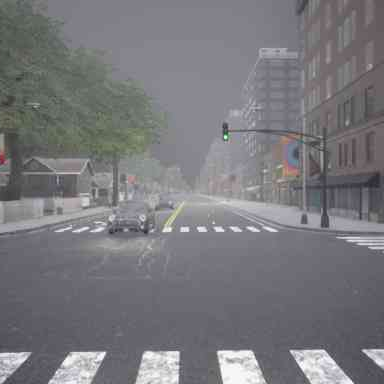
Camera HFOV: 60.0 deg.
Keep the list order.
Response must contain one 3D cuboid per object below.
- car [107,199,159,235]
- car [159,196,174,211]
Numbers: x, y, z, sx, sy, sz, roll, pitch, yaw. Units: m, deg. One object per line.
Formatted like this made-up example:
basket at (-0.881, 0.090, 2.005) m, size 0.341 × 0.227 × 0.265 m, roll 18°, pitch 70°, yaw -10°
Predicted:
car at (-3.283, 1.310, 18.755) m, size 2.097 × 1.767 × 4.553 m, roll 0°, pitch 0°, yaw 0°
car at (-3.330, 1.324, 41.758) m, size 2.097 × 1.767 × 4.553 m, roll 0°, pitch 0°, yaw 0°
